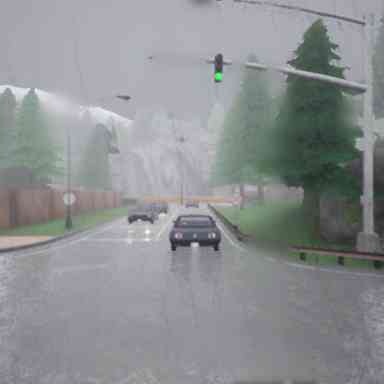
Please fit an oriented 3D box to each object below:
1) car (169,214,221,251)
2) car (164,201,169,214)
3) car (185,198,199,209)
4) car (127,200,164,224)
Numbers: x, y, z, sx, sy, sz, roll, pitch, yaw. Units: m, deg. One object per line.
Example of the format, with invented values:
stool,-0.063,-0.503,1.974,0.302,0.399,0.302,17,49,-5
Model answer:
car,0.113,1.601,14.153,1.895,1.301,4.718,0,0,0
car,-3.534,1.563,35.263,1.994,1.385,4.181,0,0,1
car,0.036,1.546,46.351,2.033,1.411,5.357,0,0,0
car,-3.560,1.547,25.274,2.033,1.411,5.357,0,0,0
